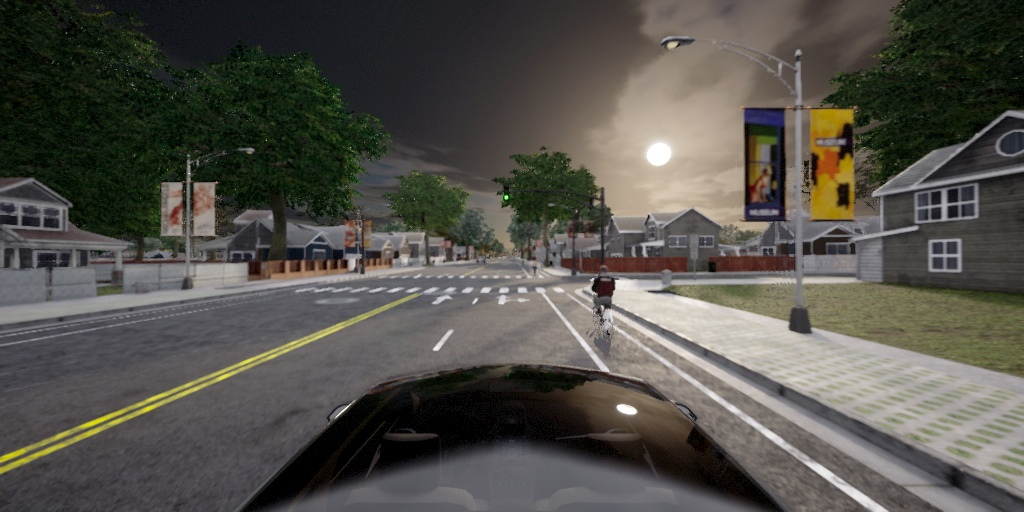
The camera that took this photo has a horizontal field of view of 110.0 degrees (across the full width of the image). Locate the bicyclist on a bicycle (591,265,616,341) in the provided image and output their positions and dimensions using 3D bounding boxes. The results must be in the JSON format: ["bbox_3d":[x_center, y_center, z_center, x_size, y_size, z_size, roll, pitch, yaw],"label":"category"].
[{"bbox_3d":[2.247,1.114,8.965,0.659,1.776,1.843,0,0,0],"label":"bicyclist on a bicycle"}]

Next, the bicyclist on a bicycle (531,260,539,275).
[{"bbox_3d":[2.286,1.149,36.009,0.866,1.612,1.509,0,0,0],"label":"bicyclist on a bicycle"}]
